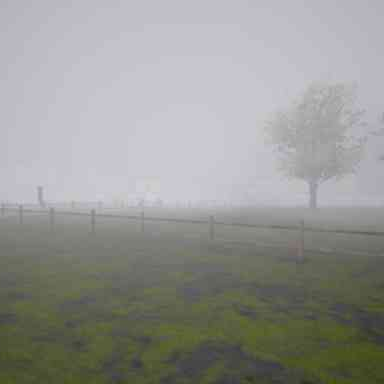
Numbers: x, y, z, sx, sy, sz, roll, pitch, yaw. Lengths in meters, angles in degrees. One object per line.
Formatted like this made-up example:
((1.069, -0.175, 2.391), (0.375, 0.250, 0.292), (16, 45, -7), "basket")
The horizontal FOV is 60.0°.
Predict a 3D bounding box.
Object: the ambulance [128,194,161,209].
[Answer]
((-8.095, 1.662, 57.467), (2.351, 2.431, 6.366), (-1, -2, 36), "ambulance")
